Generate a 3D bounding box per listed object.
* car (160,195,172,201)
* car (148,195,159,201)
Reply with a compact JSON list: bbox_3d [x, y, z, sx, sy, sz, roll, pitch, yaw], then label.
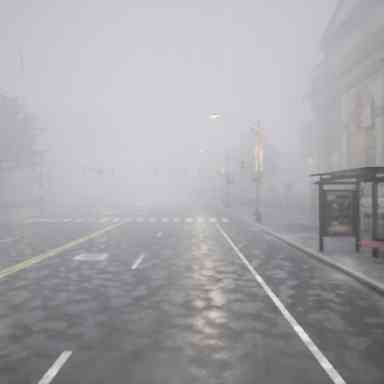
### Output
[{"bbox_3d":[-7.422,1.708,93.339,1.812,1.442,4.674,0,0,-7],"label":"car"},{"bbox_3d":[-10.733,1.680,91.596,1.837,1.490,4.892,0,0,-3],"label":"car"}]
